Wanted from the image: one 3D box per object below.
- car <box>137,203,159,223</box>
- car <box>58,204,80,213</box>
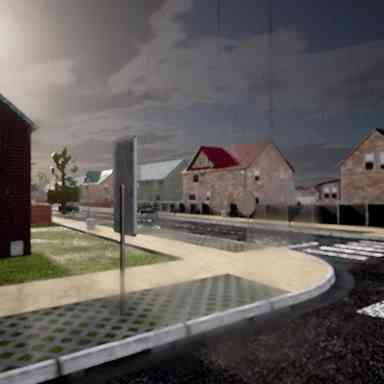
[{"bbox_3d":[-4.534,1.675,27.620,2.097,1.767,4.553,0,-1,-34],"label":"car"},{"bbox_3d":[-17.133,2.247,46.275,1.895,1.301,4.718,0,-1,-34],"label":"car"}]
